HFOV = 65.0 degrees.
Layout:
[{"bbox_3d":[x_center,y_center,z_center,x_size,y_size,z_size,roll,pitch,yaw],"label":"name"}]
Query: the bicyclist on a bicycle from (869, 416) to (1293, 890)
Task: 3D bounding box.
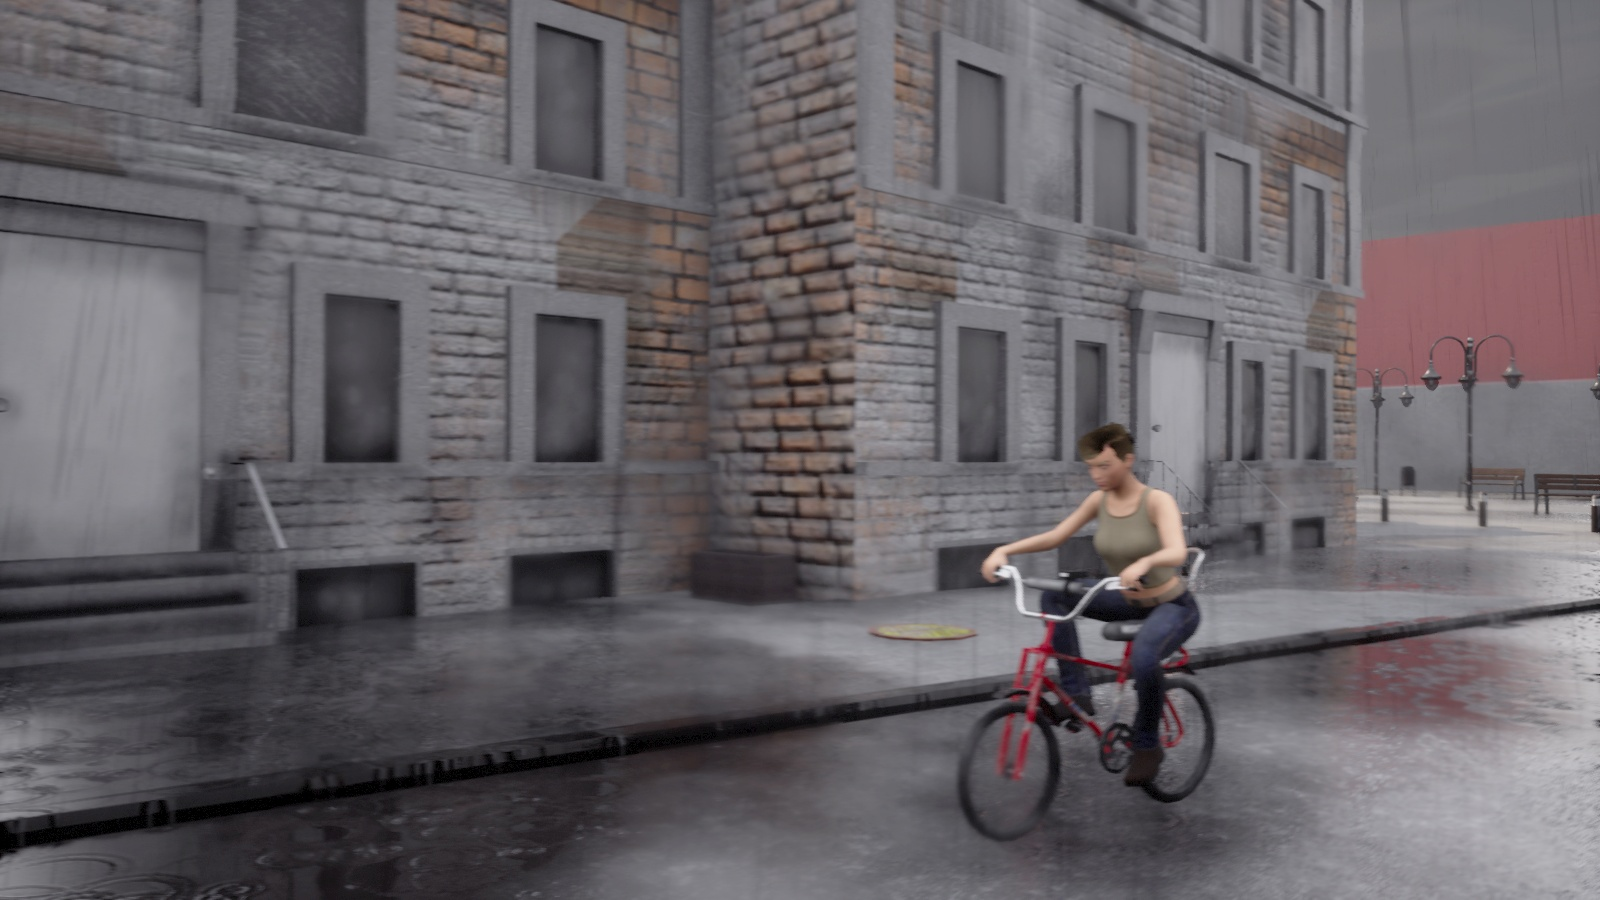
[{"bbox_3d":[1.143,0.691,5.058,1.509,1.612,0.866,0,0,-35],"label":"bicyclist on a bicycle"}]
